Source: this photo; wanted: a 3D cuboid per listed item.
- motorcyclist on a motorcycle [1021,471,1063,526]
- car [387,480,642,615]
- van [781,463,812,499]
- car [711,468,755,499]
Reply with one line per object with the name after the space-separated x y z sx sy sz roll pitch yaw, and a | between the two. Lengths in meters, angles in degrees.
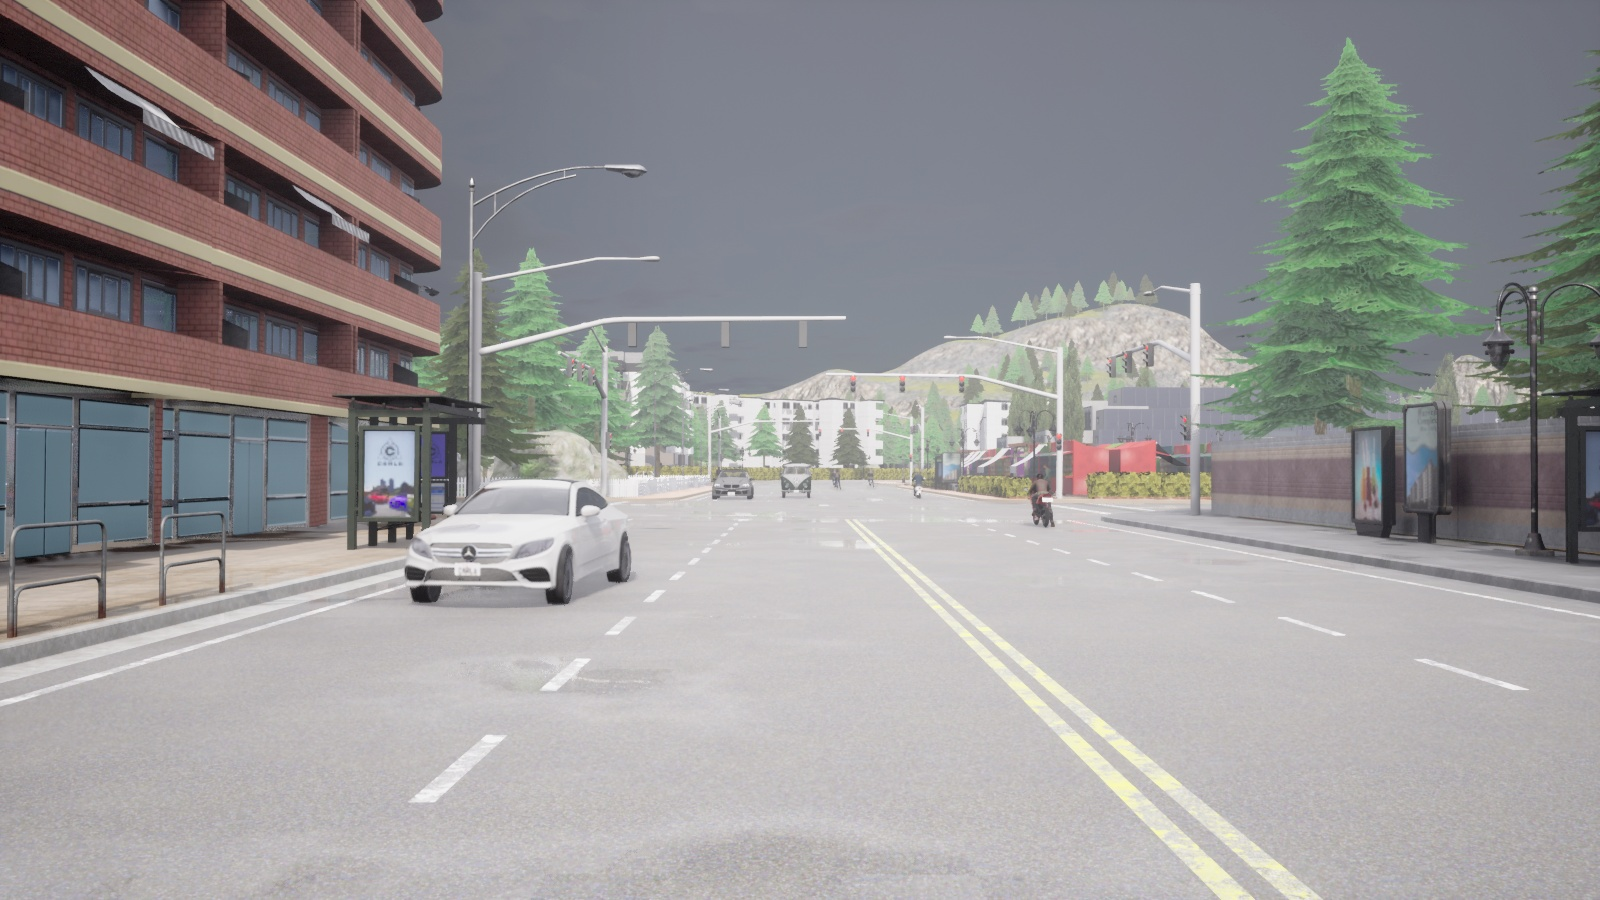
6.901 1.371 35.922 0.797 1.523 2.044 0 -1 0 | motorcyclist on a motorcycle
-3.429 1.124 16.087 1.812 1.442 4.674 0 -1 6 | car
-0.201 1.800 73.544 1.775 1.987 4.442 0 -1 0 | van
-3.693 1.844 69.900 2.242 1.667 4.611 0 -1 0 | car
